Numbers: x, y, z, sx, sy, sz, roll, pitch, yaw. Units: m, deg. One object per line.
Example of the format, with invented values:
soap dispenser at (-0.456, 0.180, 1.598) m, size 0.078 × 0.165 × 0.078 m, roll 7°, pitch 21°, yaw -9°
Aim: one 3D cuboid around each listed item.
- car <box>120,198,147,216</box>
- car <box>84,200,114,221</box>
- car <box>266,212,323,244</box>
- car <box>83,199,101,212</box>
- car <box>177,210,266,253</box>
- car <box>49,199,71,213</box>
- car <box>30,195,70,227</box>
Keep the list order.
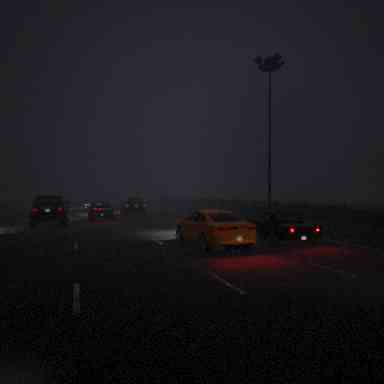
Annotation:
car at (-5.944, 1.349, 33.254) m, size 2.097 × 1.767 × 4.553 m, roll 0°, pitch 0°, yaw -19°
car at (-7.578, 1.489, 27.333) m, size 2.128 × 1.511 × 4.902 m, roll 0°, pitch 0°, yaw -19°
car at (3.867, 1.600, 15.793) m, size 1.895 × 1.301 × 4.718 m, roll 0°, pitch 0°, yaw -19°
car at (-12.215, 1.598, 40.586) m, size 1.895 × 1.301 × 4.718 m, roll 0°, pitch 0°, yaw -19°
car at (0.825, 1.477, 13.891) m, size 1.882 × 1.535 × 5.008 m, roll 0°, pitch 0°, yaw -19°
car at (-15.169, 1.544, 38.426) m, size 2.033 × 1.411 × 5.357 m, roll 0°, pitch 0°, yaw -19°
car at (-9.770, 1.222, 22.987) m, size 2.150 × 2.045 × 5.566 m, roll 0°, pitch 0°, yaw -19°
